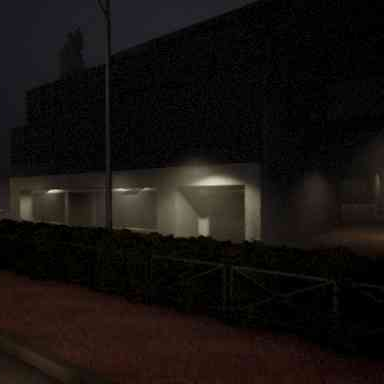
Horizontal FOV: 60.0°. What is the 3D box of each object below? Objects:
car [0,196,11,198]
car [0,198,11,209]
[{"bbox_3d":[-31.891,1.761,55.117,2.150,2.045,5.566,-1,0,20],"label":"car"},{"bbox_3d":[-28.521,2.072,53.949,1.994,1.385,4.181,-1,0,20],"label":"car"}]
